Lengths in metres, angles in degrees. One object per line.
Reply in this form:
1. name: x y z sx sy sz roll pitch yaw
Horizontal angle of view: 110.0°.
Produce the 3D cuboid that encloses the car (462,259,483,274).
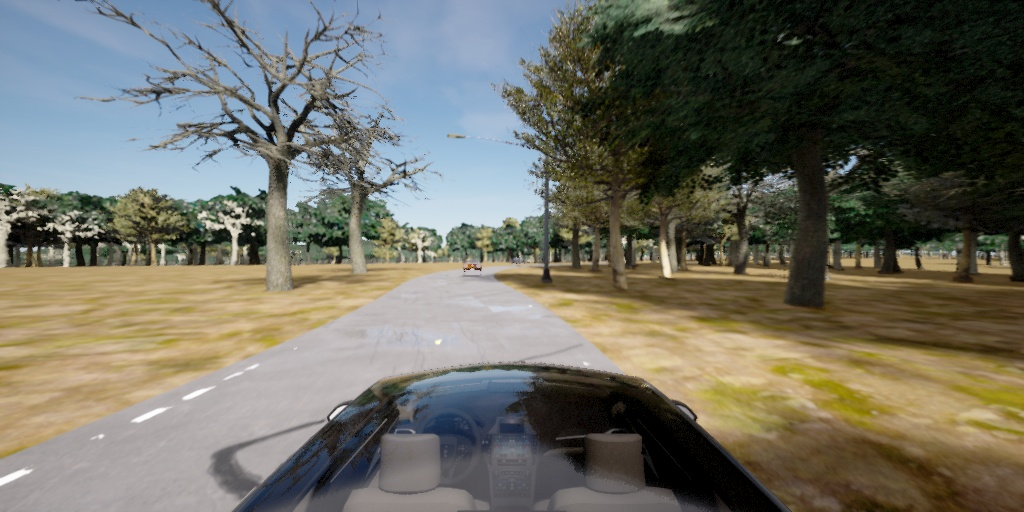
1. car: -3.804 0.957 35.159 1.895 1.301 4.718 0 0 -4
